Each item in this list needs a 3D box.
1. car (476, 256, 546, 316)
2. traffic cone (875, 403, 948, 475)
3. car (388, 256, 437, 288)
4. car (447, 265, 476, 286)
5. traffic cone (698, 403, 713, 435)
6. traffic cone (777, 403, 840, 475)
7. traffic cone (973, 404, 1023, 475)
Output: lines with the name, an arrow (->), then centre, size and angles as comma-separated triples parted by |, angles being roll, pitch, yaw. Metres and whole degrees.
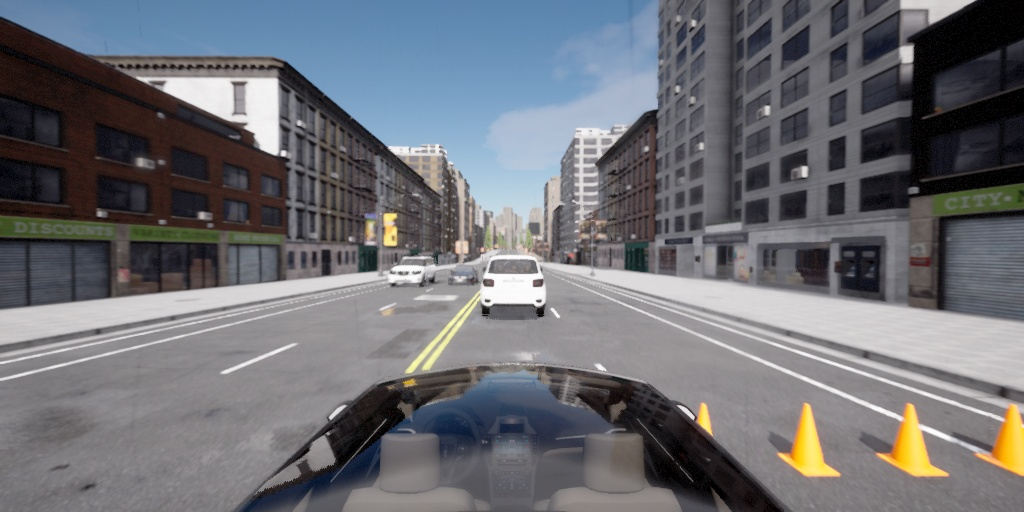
car -> 0.031, 1.014, 13.742 | 2.150, 2.045, 5.566 | 0, 0, 0
traffic cone -> 3.845, 1.727, 3.465 | 0.340, 0.580, 0.340 | 0, 0, 0
car -> -6.723, 1.036, 24.858 | 2.150, 2.045, 5.566 | 0, 0, 0
car -> -3.480, 1.360, 26.219 | 1.812, 1.442, 4.674 | 0, 0, 0
traffic cone -> 1.845, 1.718, 3.455 | 0.340, 0.580, 0.340 | 0, 0, 0
traffic cone -> 2.845, 1.723, 3.460 | 0.340, 0.580, 0.340 | 0, 0, 0
traffic cone -> 4.844, 1.731, 3.470 | 0.340, 0.580, 0.340 | 0, 0, 0
